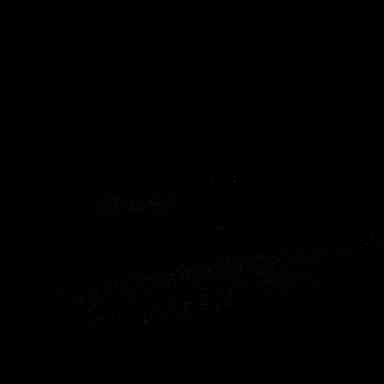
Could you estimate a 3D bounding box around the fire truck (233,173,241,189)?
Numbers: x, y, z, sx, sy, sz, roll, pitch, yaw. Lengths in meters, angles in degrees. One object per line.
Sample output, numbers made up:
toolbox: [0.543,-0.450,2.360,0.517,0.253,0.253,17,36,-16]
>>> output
fire truck: [4.125,-1.257,51.087,2.891,3.827,8.468,-1,3,-35]
